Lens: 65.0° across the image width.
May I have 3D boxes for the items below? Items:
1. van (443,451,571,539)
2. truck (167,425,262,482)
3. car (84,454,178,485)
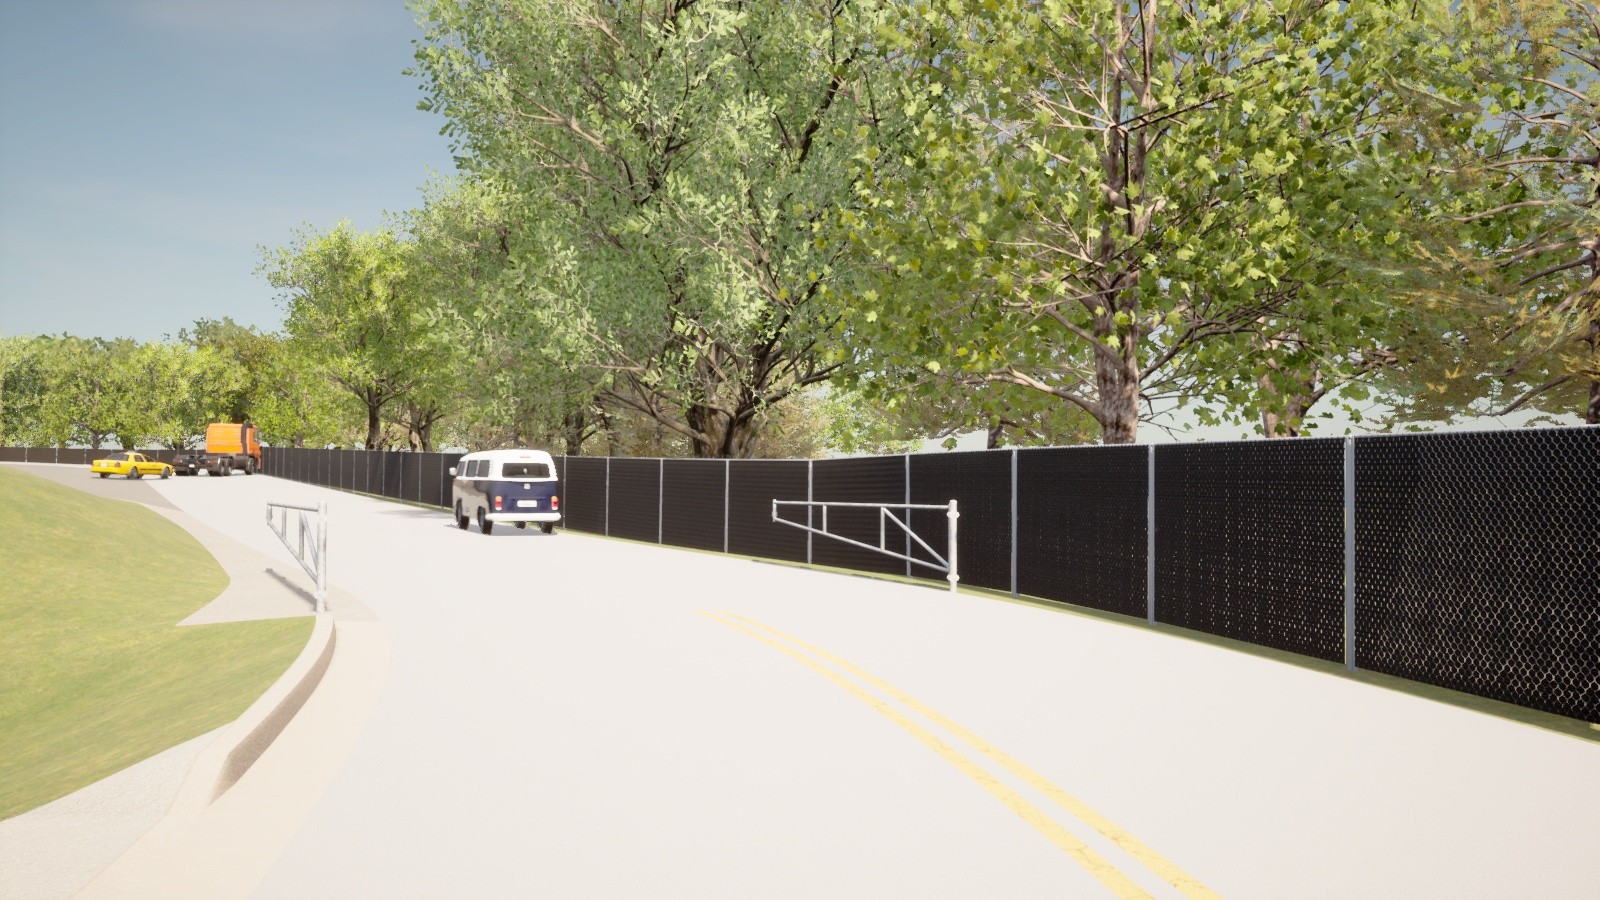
[{"bbox_3d":[-7.455,1.082,31.611,2.069,2.038,4.480,1,-1,-27],"label":"van"},{"bbox_3d":[-37.531,0.214,80.852,2.891,3.462,7.936,1,0,-4],"label":"truck"},{"bbox_3d":[-36.778,1.100,69.184,1.801,1.575,5.366,2,-1,6],"label":"car"}]
